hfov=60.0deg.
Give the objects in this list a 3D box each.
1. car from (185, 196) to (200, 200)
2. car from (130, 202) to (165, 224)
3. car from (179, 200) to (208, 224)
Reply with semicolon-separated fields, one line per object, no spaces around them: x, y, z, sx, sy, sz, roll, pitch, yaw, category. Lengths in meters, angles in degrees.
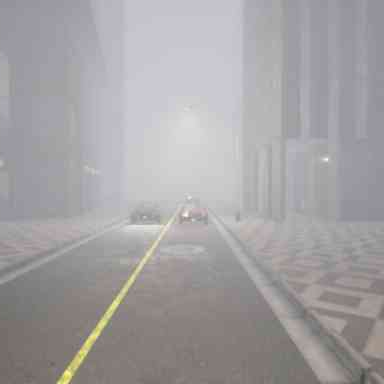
0.093;1.211;41.238;2.128;1.511;4.902;0;0;0;car
-3.004;1.401;23.126;1.994;1.385;4.181;0;0;0;car
0.095;1.439;22.918;1.895;1.301;4.718;0;0;0;car
